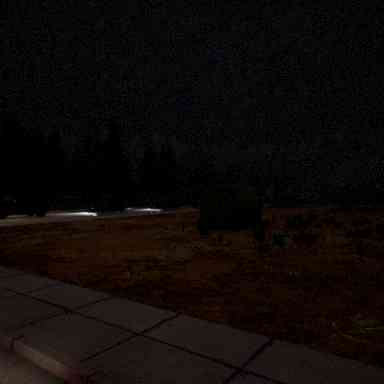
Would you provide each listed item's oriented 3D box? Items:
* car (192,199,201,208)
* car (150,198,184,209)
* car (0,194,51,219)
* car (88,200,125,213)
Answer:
[{"bbox_3d":[1.938,1.591,47.246,1.994,1.385,4.181,0,0,39],"label":"car"},{"bbox_3d":[-3.386,1.574,46.082,2.033,1.411,5.357,0,0,37],"label":"car"},{"bbox_3d":[-15.488,1.248,29.727,2.150,2.045,5.566,0,0,36],"label":"car"},{"bbox_3d":[-9.588,1.591,37.702,1.994,1.385,4.181,0,0,37],"label":"car"}]
